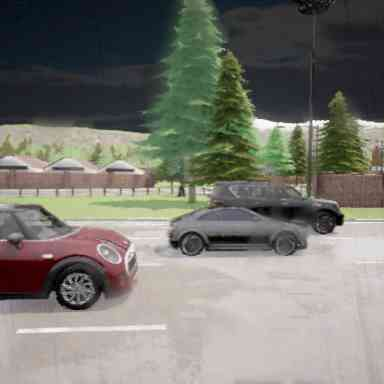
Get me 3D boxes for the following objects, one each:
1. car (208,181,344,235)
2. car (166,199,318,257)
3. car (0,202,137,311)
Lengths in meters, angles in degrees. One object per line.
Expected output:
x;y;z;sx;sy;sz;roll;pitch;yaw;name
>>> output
3.354;0.606;13.889;5.566;2.045;2.150;1;3;-5;car
1.310;1.090;10.205;4.181;1.385;1.994;1;3;-5;car
-3.339;0.992;6.250;4.553;1.767;2.097;1;3;-5;car
